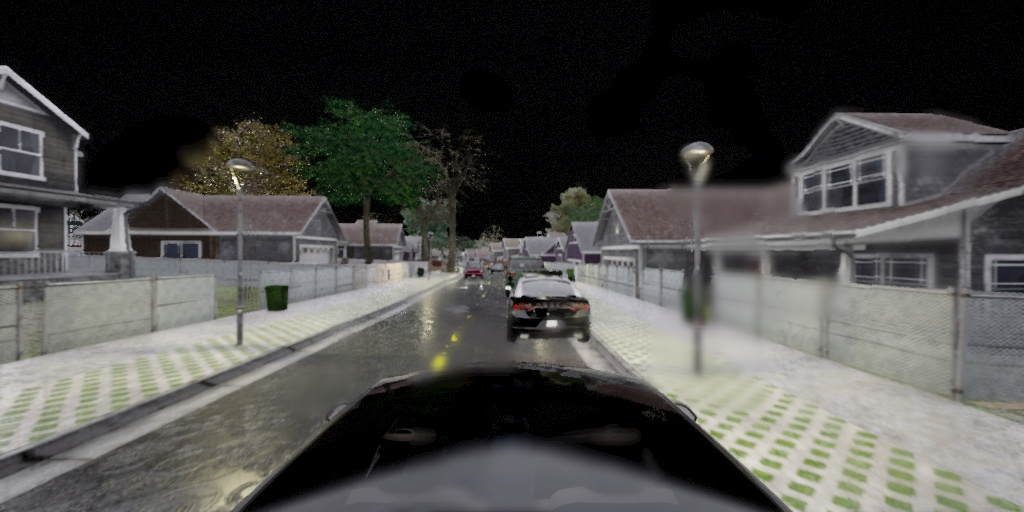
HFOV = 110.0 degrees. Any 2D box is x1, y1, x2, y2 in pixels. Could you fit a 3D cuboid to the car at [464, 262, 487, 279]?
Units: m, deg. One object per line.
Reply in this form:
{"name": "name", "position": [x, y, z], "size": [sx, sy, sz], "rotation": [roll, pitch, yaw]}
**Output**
{"name": "car", "position": [-3.681, 1.525, 35.187], "size": [1.895, 1.301, 4.718], "rotation": [0, 0, -4]}

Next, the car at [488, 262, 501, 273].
{"name": "car", "position": [-1.845, 1.607, 48.262], "size": [1.994, 1.385, 4.181], "rotation": [0, -1, -4]}

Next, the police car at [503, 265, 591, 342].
{"name": "police car", "position": [0.833, 1.204, 9.977], "size": [1.930, 1.638, 5.238], "rotation": [0, 0, 0]}

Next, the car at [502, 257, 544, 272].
{"name": "car", "position": [0.698, 1.054, 19.950], "size": [2.150, 2.045, 5.566], "rotation": [0, 0, -1]}
